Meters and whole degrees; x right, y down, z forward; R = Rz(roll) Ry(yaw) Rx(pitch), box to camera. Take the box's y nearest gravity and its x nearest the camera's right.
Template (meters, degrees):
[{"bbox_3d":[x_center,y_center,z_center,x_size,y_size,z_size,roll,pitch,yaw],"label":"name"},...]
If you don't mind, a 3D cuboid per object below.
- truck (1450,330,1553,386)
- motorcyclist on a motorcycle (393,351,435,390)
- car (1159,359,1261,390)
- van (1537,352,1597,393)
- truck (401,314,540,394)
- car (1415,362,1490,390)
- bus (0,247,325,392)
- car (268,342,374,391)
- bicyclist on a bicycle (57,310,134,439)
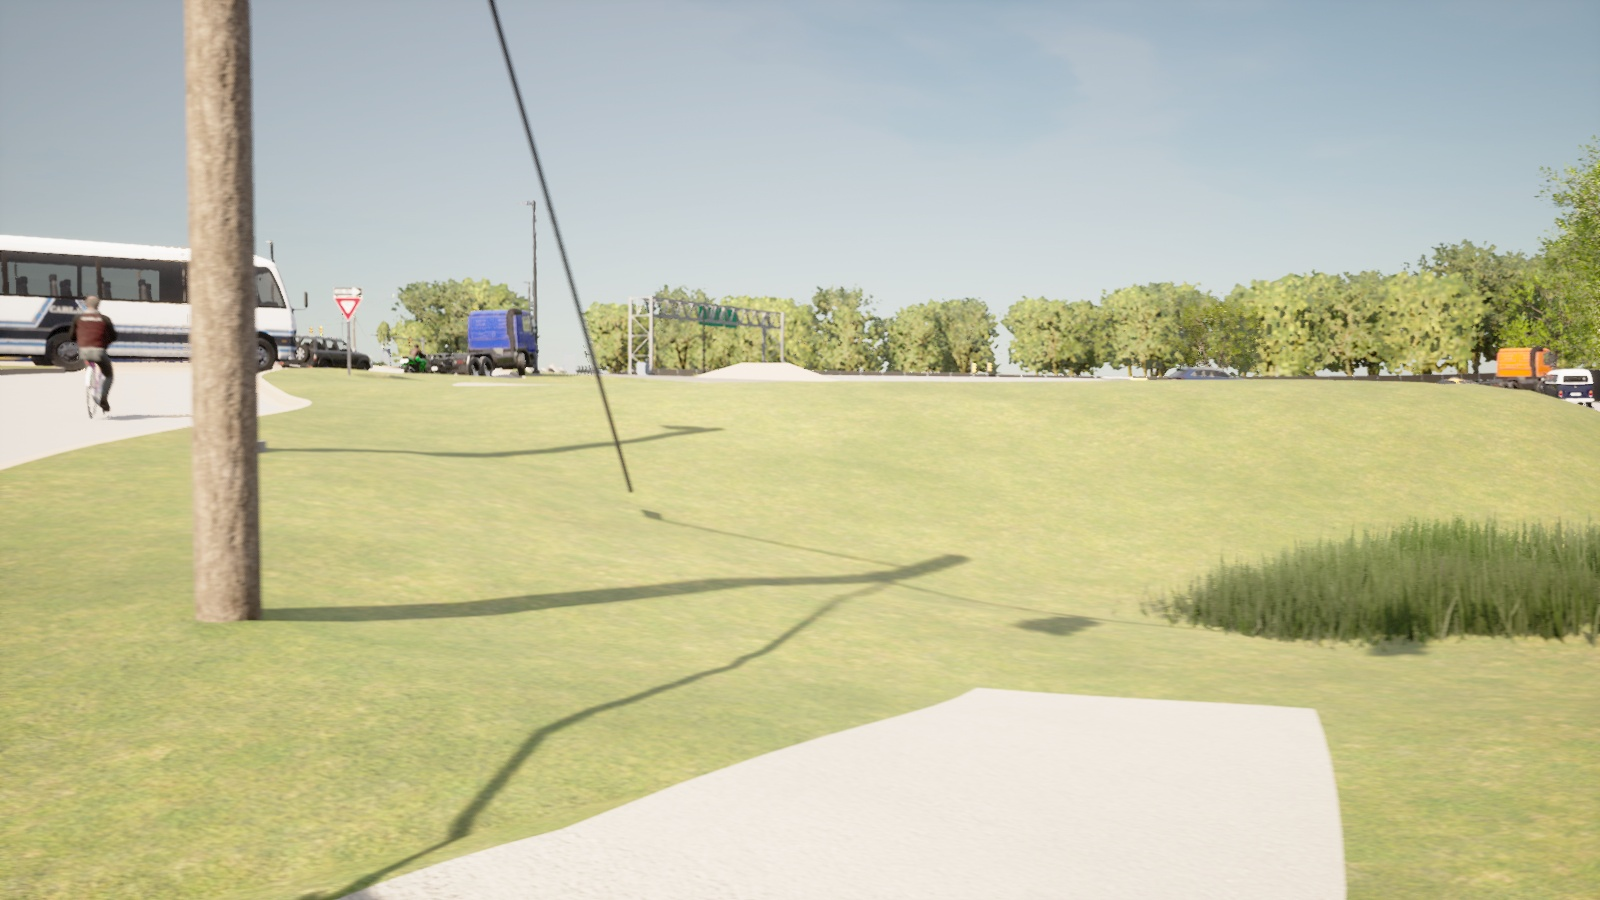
[{"bbox_3d":[47.222,-6.223,84.493,7.936,3.462,2.891,-5,5,-35],"label":"truck"},{"bbox_3d":[-16.195,-3.319,52.693,0.797,1.523,2.044,-1,2,10],"label":"motorcyclist on a motorcycle"},{"bbox_3d":[22.490,-4.177,69.000,4.856,1.649,2.033,0,4,-8],"label":"car"},{"bbox_3d":[40.899,-4.183,67.056,2.069,2.038,4.480,-1,4,22],"label":"van"},{"bbox_3d":[-15.961,-4.828,61.662,2.891,3.462,7.936,-1,6,14],"label":"truck"},{"bbox_3d":[39.948,-4.564,76.821,5.366,1.575,1.801,-4,5,-35],"label":"car"},{"bbox_3d":[-21.865,-4.164,42.041,10.273,4.253,3.944,-3,3,-40],"label":"bus"},{"bbox_3d":[-20.646,-3.573,54.378,1.932,1.855,4.605,6,4,13],"label":"car"},{"bbox_3d":[-10.267,-1.116,18.366,0.659,1.776,1.843,-2,5,-21],"label":"bicyclist on a bicycle"}]
